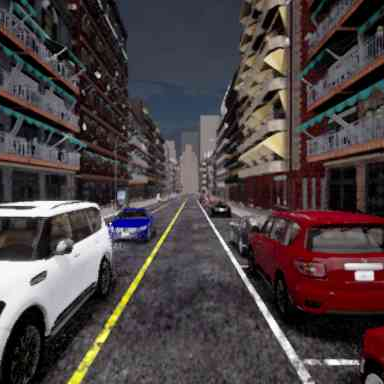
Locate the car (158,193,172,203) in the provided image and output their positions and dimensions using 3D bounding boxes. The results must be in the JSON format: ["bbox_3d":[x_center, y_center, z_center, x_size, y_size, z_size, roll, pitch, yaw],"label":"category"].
[{"bbox_3d":[-5.413,1.288,64.099,1.967,1.590,4.097,-1,0,0],"label":"car"}]

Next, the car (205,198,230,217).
[{"bbox_3d":[2.483,1.489,29.889,1.947,1.339,4.313,-1,0,0],"label":"car"}]

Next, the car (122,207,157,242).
[{"bbox_3d":[-2.772,1.494,16.119,1.812,1.442,4.674,0,0,0],"label":"car"}]

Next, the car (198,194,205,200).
[{"bbox_3d":[2.438,1.349,86.532,1.887,1.381,4.507,-1,0,0],"label":"car"}]

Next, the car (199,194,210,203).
[{"bbox_3d":[2.459,1.436,46.883,2.008,1.369,4.403,-1,0,0],"label":"car"}]

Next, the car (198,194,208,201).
[{"bbox_3d":[2.457,1.266,75.204,1.967,1.590,4.097,-1,0,0],"label":"car"}]

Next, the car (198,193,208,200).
[{"bbox_3d":[2.455,1.163,63.875,2.192,1.841,5.009,-1,0,0],"label":"car"}]

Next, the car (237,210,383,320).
[{"bbox_3d":[2.510,1.295,7.231,2.192,1.841,5.009,-1,0,0],"label":"car"}]

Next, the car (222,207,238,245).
[{"bbox_3d":[2.506,1.516,12.896,2.008,1.369,4.403,-1,0,0],"label":"car"}]

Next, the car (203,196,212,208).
[{"bbox_3d":[2.475,1.455,35.554,1.887,1.381,4.507,-1,0,0],"label":"car"}]

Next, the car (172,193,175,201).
[{"bbox_3d":[-5.428,1.266,75.401,1.967,1.590,4.097,-1,0,0],"label":"car"}]

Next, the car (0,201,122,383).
[{"bbox_3d":[-2.853,1.206,5.380,2.150,2.045,5.566,0,0,0],"label":"car"}]

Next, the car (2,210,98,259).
[{"bbox_3d":[-5.342,1.531,13.238,1.947,1.339,4.313,-1,0,0],"label":"car"}]

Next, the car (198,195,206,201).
[{"bbox_3d":[2.447,1.397,80.868,1.802,1.307,4.206,-1,0,0],"label":"car"}]

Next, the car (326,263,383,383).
[{"bbox_3d":[2.521,1.540,1.568,1.887,1.381,4.507,-1,0,0],"label":"car"}]
